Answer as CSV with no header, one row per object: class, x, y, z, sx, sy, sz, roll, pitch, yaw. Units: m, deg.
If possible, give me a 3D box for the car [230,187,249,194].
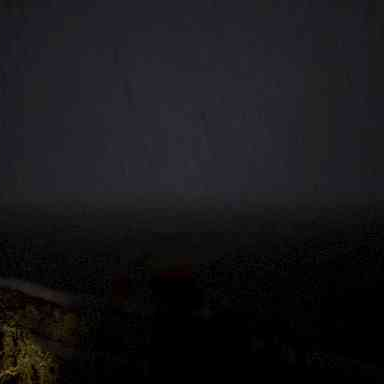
car,11.640,-0.257,82.078,4.611,1.667,2.242,0,2,27
